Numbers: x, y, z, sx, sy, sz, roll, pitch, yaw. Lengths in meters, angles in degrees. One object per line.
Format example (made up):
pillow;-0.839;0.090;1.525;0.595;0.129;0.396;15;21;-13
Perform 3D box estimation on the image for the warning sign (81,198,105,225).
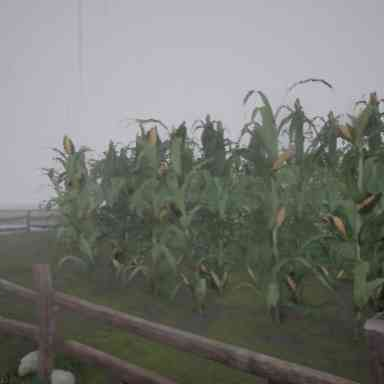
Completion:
warning sign;-7.195;1.388;24.199;1.300;1.860;1.060;0;0;35
